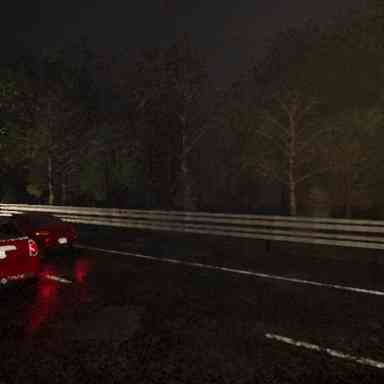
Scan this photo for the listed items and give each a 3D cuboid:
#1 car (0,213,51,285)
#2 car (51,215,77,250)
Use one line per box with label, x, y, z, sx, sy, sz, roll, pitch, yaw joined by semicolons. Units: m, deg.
car;-5.817;1.358;8.288;4.553;1.767;2.097;0;0;36
car;-6.397;1.536;13.041;4.674;1.442;1.812;0;0;36
